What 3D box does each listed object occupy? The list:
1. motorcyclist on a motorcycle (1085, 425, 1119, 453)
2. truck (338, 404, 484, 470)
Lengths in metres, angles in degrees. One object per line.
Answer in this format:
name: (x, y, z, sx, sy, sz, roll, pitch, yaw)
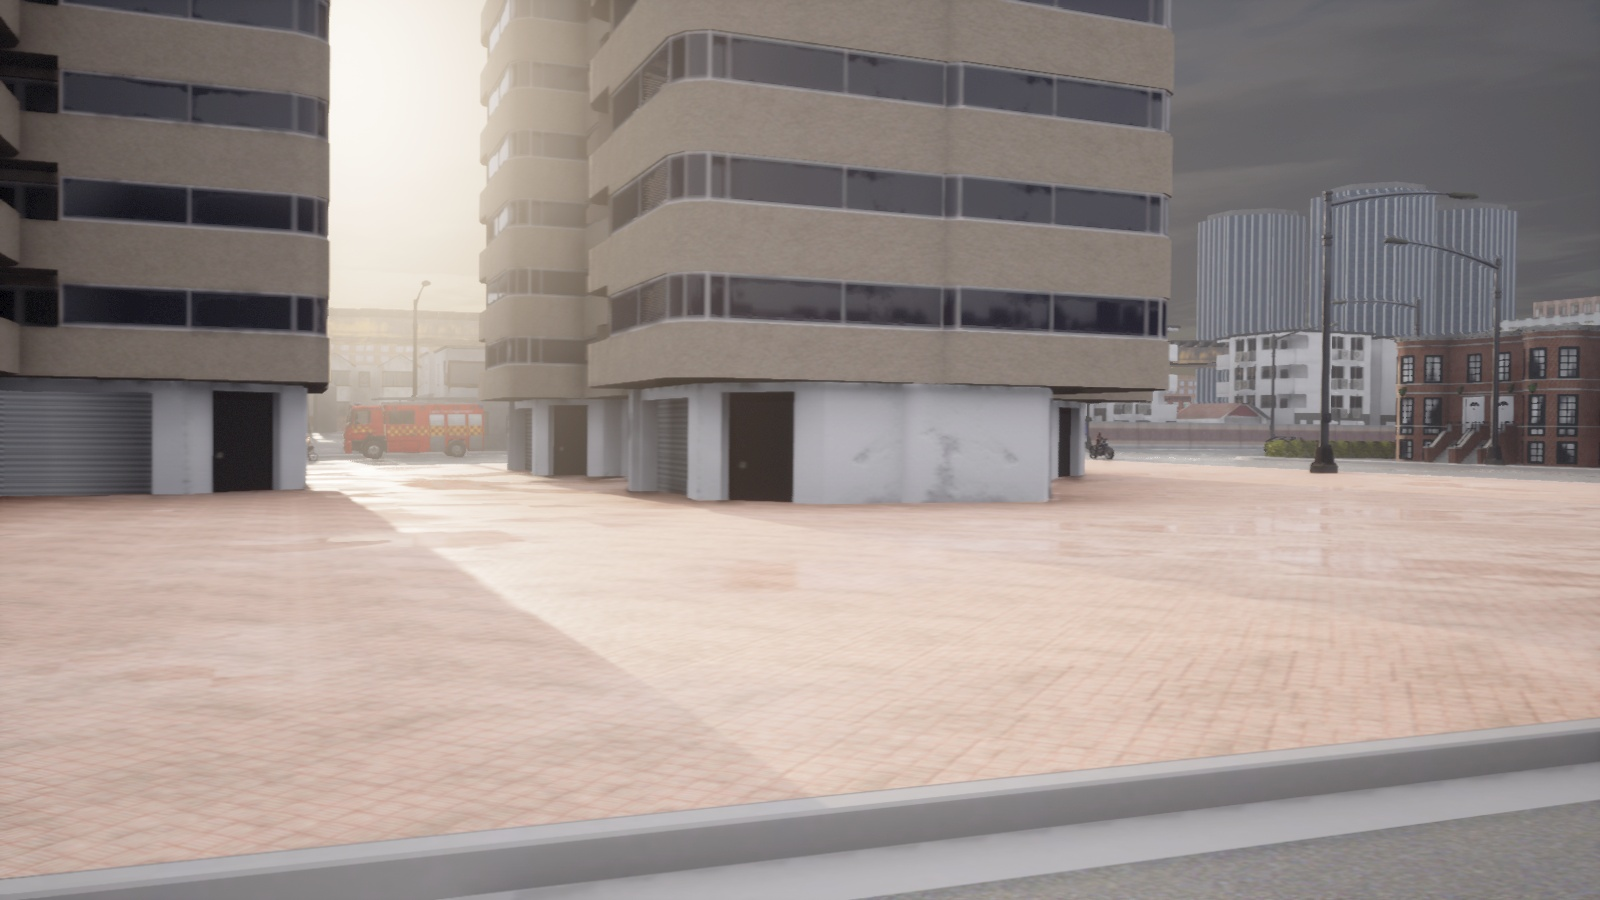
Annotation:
motorcyclist on a motorcycle: (17.696, -0.644, 73.612, 0.766, 1.649, 2.350, -1, 1, -21)
truck: (-24.628, -0.863, 79.530, 8.468, 3.827, 2.891, -2, 2, -22)
